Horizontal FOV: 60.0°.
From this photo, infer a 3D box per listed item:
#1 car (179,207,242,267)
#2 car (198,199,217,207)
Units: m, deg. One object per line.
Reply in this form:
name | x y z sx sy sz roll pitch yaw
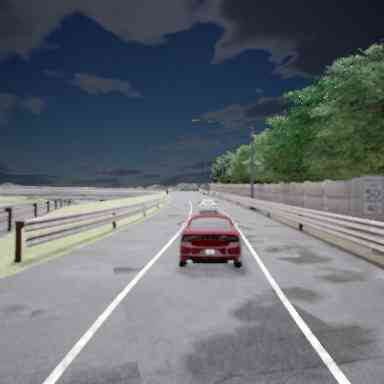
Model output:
car | 0.645 1.521 11.717 1.882 1.535 5.008 0 0 3
car | 1.653 1.482 35.181 1.812 1.442 4.674 0 1 1
